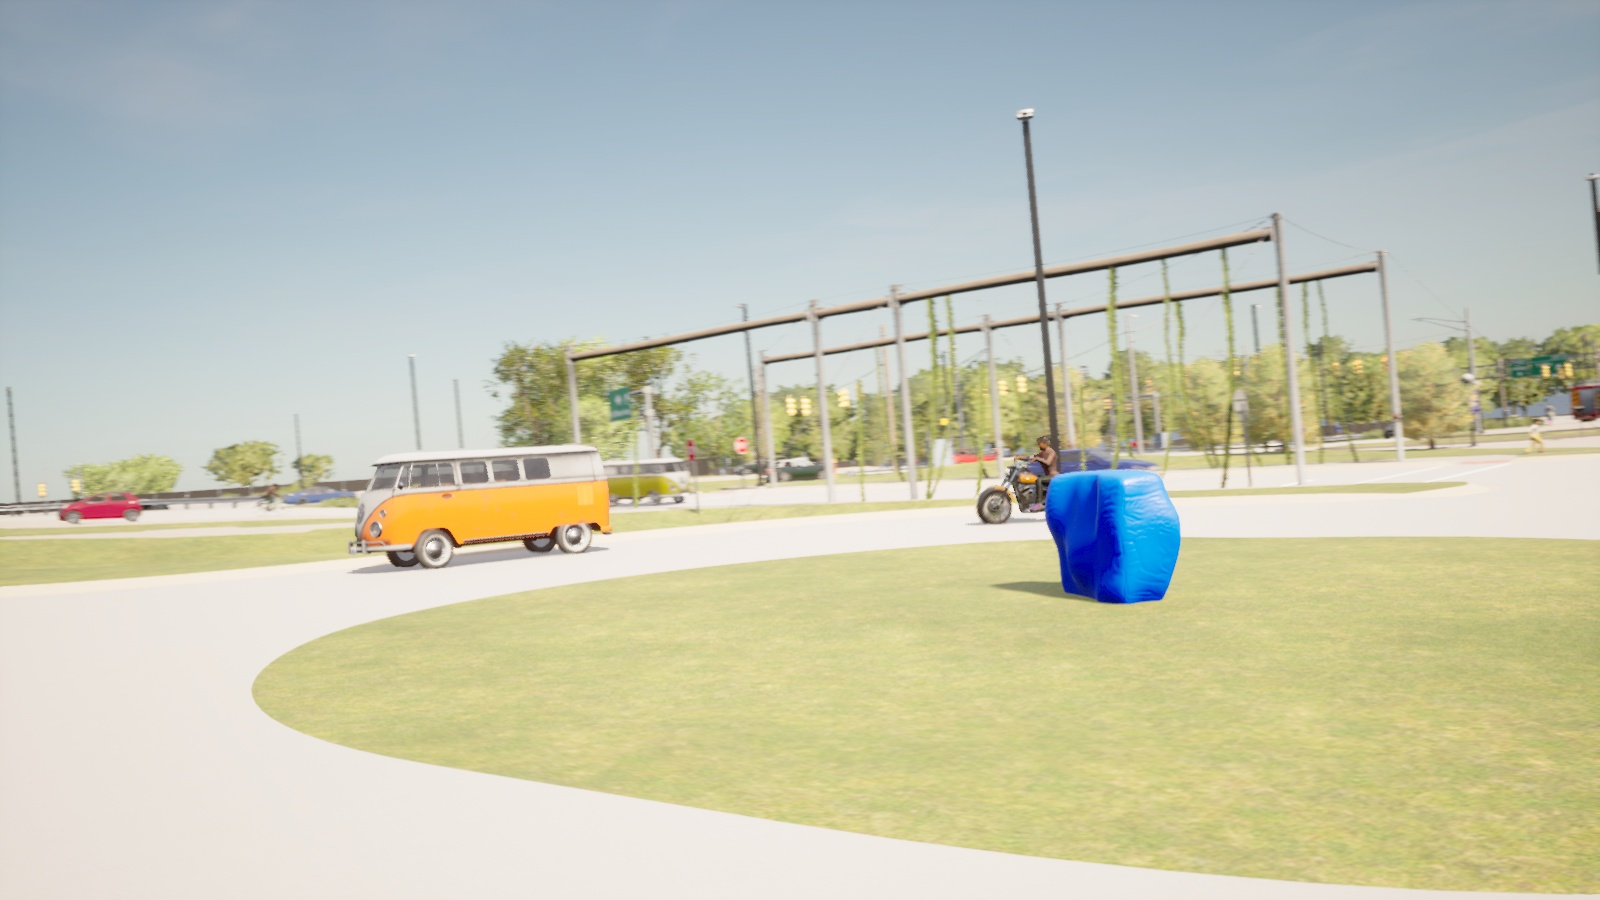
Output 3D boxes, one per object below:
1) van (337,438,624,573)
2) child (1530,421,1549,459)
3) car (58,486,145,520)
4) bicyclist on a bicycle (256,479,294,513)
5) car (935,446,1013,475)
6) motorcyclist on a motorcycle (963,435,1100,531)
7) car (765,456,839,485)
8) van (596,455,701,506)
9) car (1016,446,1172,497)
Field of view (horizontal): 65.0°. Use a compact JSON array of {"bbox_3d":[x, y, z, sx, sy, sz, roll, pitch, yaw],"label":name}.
[{"bbox_3d":[-5.569,0.926,22.147,4.442,1.987,1.775,-3,-1,-36],"label":"van"},{"bbox_3d":[25.013,-0.344,42.490,0.437,1.263,0.270,-5,-1,23],"label":"child"},{"bbox_3d":[-34.013,2.576,61.232,3.633,1.501,1.845,-1,-2,-28],"label":"car"},{"bbox_3d":[-25.807,2.244,61.752,1.656,1.620,0.582,-1,-2,-28],"label":"bicyclist on a bicycle"},{"bbox_3d":[11.018,0.673,79.418,4.514,1.525,2.007,-3,-1,-28],"label":"car"},{"bbox_3d":[4.294,0.591,23.317,2.350,1.649,0.766,-2,1,-12],"label":"motorcyclist on a motorcycle"},{"bbox_3d":[0.121,1.200,73.516,3.806,1.475,1.970,-3,-2,-28],"label":"car"},{"bbox_3d":[-6.557,1.333,54.092,4.442,1.987,1.775,-3,1,38],"label":"van"},{"bbox_3d":[9.851,0.723,42.246,4.674,1.442,1.812,-3,0,36],"label":"car"}]
